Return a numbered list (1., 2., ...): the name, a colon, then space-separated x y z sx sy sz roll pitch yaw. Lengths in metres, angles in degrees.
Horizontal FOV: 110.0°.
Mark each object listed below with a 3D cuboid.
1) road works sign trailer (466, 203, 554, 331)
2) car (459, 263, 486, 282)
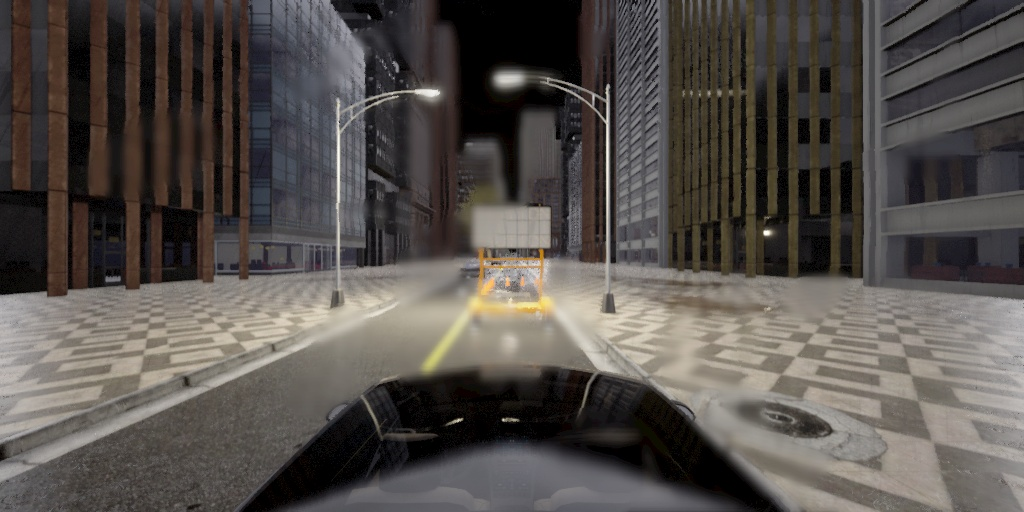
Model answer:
1. road works sign trailer: -0.007 0.205 10.982 2.380 3.560 2.880 0 0 0
2. car: -3.119 1.272 29.422 2.033 1.411 5.357 0 0 0
